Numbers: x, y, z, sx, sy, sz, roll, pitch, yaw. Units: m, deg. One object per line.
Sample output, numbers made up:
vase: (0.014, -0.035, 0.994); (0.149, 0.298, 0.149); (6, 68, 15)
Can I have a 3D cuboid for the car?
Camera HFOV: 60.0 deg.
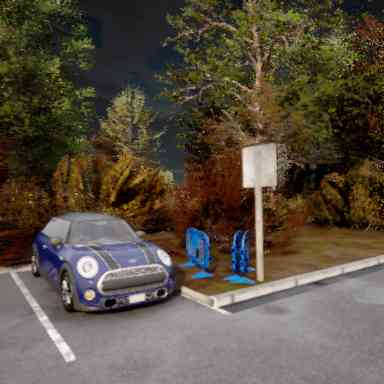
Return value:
car: (-2.289, 1.336, 7.881); (2.185, 1.767, 4.553); (1, 0, -36)
